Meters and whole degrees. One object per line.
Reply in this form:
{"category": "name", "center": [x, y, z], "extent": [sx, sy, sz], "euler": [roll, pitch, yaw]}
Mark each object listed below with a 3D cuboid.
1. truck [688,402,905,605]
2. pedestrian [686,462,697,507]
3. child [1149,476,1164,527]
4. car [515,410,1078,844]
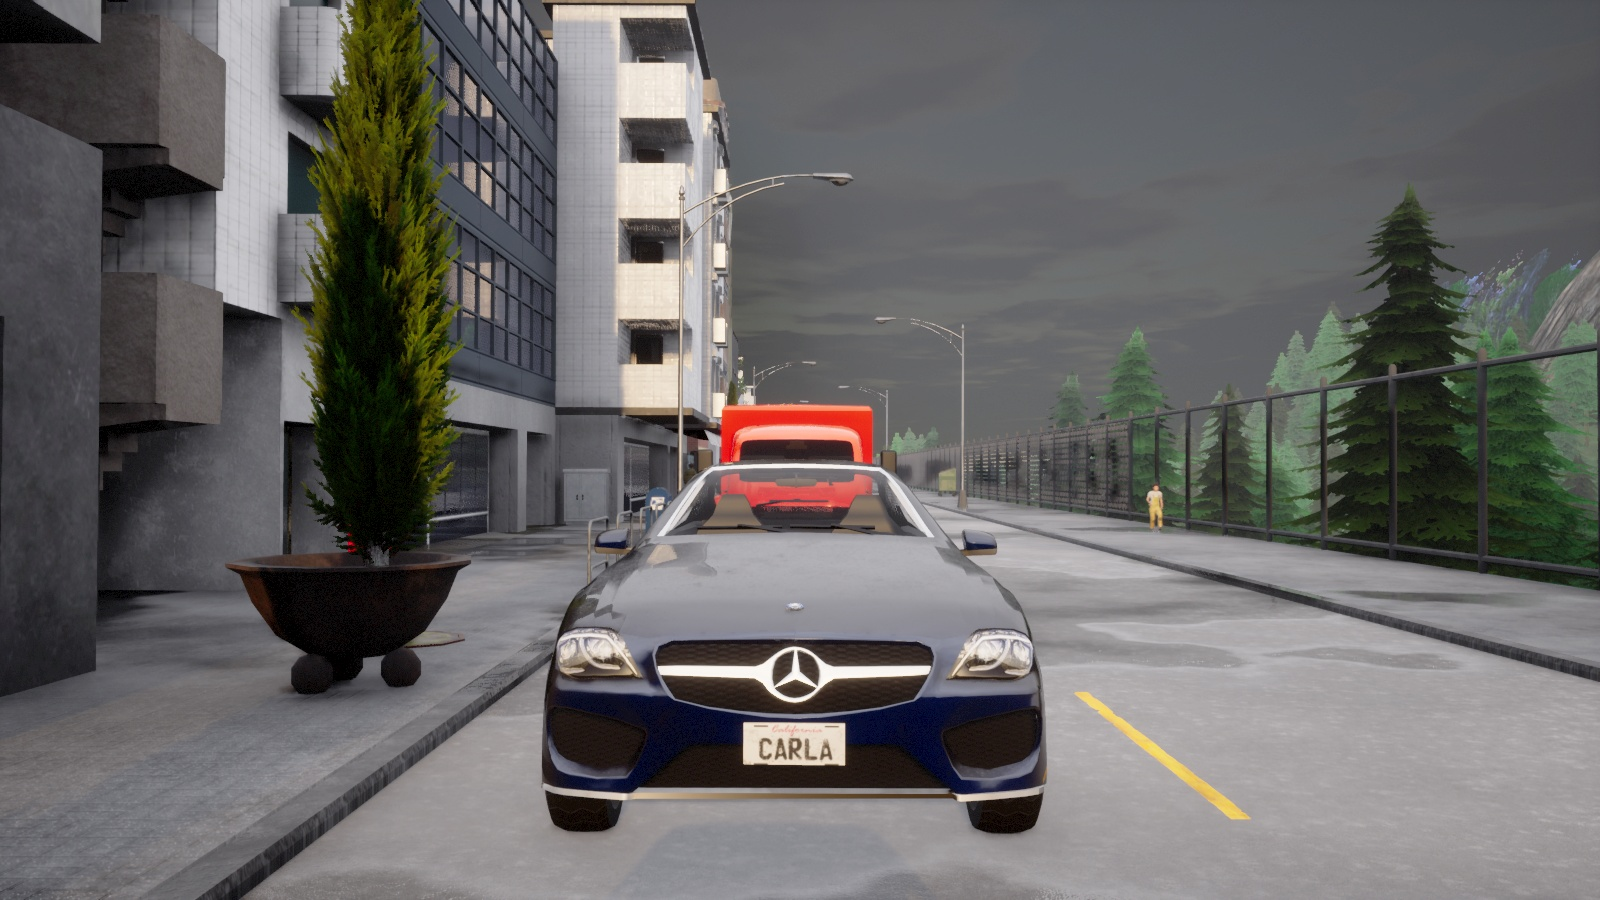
{"category": "truck", "center": [-0.047, 0.594, 17.891], "extent": [2.627, 2.467, 5.204], "euler": [0, 1, 0]}
{"category": "pedestrian", "center": [-4.424, 1.399, 51.127], "extent": [0.370, 1.835, 0.726], "euler": [0, -1, 0]}
{"category": "child", "center": [8.957, 1.297, 31.541], "extent": [0.270, 1.263, 0.437], "euler": [0, -1, 2]}
{"category": "car", "center": [-0.018, 0.716, 7.321], "extent": [2.152, 1.651, 5.027], "euler": [0, -1, 0]}
